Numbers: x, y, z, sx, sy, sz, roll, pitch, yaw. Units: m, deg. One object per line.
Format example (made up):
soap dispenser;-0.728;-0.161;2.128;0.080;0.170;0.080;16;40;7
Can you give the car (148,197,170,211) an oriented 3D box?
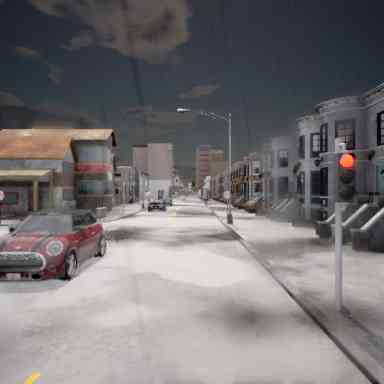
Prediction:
car;-4.042;1.564;39.550;1.994;1.385;4.181;0;0;0

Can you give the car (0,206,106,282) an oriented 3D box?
car;-4.091;1.352;9.875;2.097;1.767;4.553;0;0;0

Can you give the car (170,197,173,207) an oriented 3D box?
car;-4.007;1.506;52.161;1.837;1.490;4.892;0;0;0
